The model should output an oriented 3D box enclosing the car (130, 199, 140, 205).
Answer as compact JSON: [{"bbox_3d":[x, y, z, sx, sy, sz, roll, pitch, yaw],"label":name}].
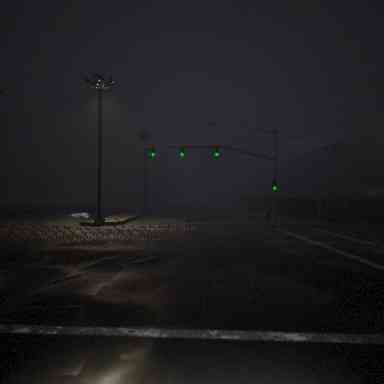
[{"bbox_3d":[-14.828,2.535,86.794,2.097,1.767,4.553,0,-1,0],"label":"car"}]

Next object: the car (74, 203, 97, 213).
[{"bbox_3d":[-15.068,2.253,47.023,1.895,1.301,4.718,0,-1,0],"label":"car"}]
